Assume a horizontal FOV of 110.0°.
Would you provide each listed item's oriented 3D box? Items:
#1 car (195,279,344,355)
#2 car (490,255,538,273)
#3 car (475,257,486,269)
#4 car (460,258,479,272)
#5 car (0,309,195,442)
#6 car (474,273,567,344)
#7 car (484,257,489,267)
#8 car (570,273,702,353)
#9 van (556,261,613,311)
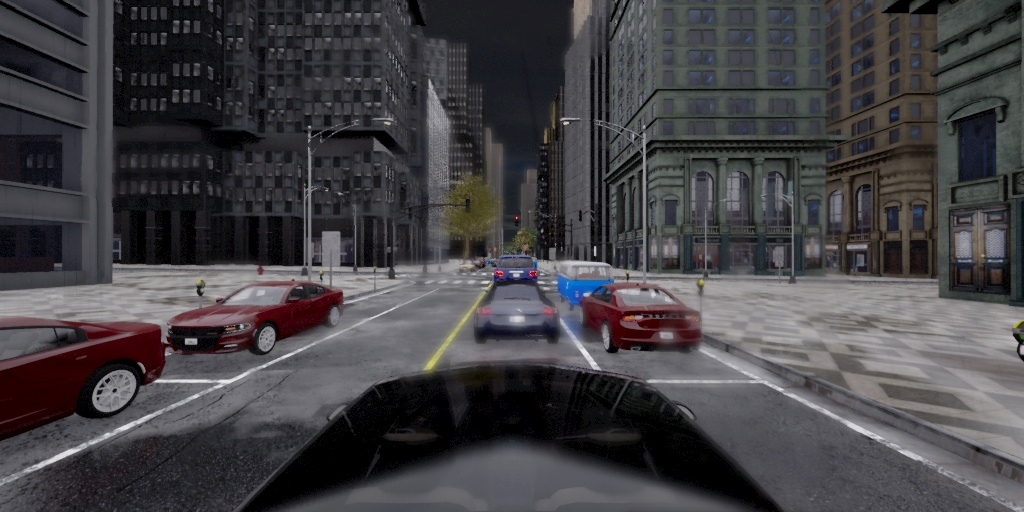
[{"bbox_3d":[-5.774,1.296,8.697,1.888,1.381,4.507,0,0,0],"label":"car"},{"bbox_3d":[0.134,0.975,19.043,2.150,2.045,5.566,0,0,-1],"label":"car"},{"bbox_3d":[-5.718,1.326,57.370,1.888,1.381,4.507,0,0,0],"label":"car"},{"bbox_3d":[-5.733,1.297,46.620,1.751,1.417,4.829,0,0,0],"label":"car"},{"bbox_3d":[-5.777,1.295,3.172,1.888,1.381,4.507,0,0,0],"label":"car"},{"bbox_3d":[0.108,1.315,9.631,1.994,1.385,4.181,0,0,0],"label":"car"},{"bbox_3d":[-5.714,1.102,62.659,2.192,1.841,5.009,0,0,0],"label":"car"},{"bbox_3d":[2.782,1.296,8.672,1.888,1.381,4.507,0,0,0],"label":"car"},{"bbox_3d":[2.787,1.093,14.197,1.690,1.789,3.998,0,0,0],"label":"van"}]
